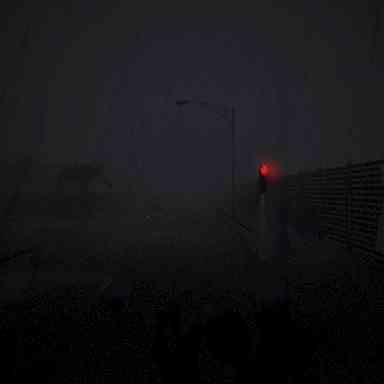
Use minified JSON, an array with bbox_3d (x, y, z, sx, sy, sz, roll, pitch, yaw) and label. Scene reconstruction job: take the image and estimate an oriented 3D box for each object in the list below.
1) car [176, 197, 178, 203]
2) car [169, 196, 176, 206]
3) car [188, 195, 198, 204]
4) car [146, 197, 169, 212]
[{"bbox_3d":[-3.852,1.477,68.049,1.994,1.385,4.181,0,0,1],"label":"car"},{"bbox_3d":[-3.956,1.462,52.949,1.812,1.442,4.674,0,0,0],"label":"car"},{"bbox_3d":[0.149,1.429,63.655,1.837,1.490,4.892,0,0,0],"label":"car"},{"bbox_3d":[-4.007,1.432,37.942,1.882,1.535,5.008,0,0,0],"label":"car"}]
